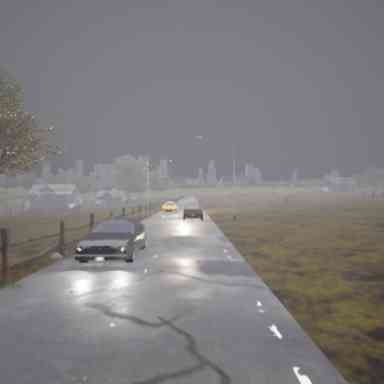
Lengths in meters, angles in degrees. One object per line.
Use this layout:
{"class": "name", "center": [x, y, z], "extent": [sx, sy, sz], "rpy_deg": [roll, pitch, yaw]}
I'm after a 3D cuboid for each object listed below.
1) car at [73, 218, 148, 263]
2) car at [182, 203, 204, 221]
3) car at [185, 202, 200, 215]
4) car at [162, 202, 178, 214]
{"class": "car", "center": [-2.846, 1.724, 12.936], "extent": [2.033, 1.411, 5.357], "rpy_deg": [0, -1, 0]}
{"class": "car", "center": [0.100, 1.900, 31.921], "extent": [1.882, 1.535, 5.008], "rpy_deg": [0, -1, 0]}
{"class": "car", "center": [0.073, 2.082, 42.642], "extent": [1.812, 1.442, 4.674], "rpy_deg": [0, -1, 0]}
{"class": "car", "center": [-2.836, 2.039, 43.097], "extent": [1.882, 1.535, 5.008], "rpy_deg": [0, -1, 0]}
